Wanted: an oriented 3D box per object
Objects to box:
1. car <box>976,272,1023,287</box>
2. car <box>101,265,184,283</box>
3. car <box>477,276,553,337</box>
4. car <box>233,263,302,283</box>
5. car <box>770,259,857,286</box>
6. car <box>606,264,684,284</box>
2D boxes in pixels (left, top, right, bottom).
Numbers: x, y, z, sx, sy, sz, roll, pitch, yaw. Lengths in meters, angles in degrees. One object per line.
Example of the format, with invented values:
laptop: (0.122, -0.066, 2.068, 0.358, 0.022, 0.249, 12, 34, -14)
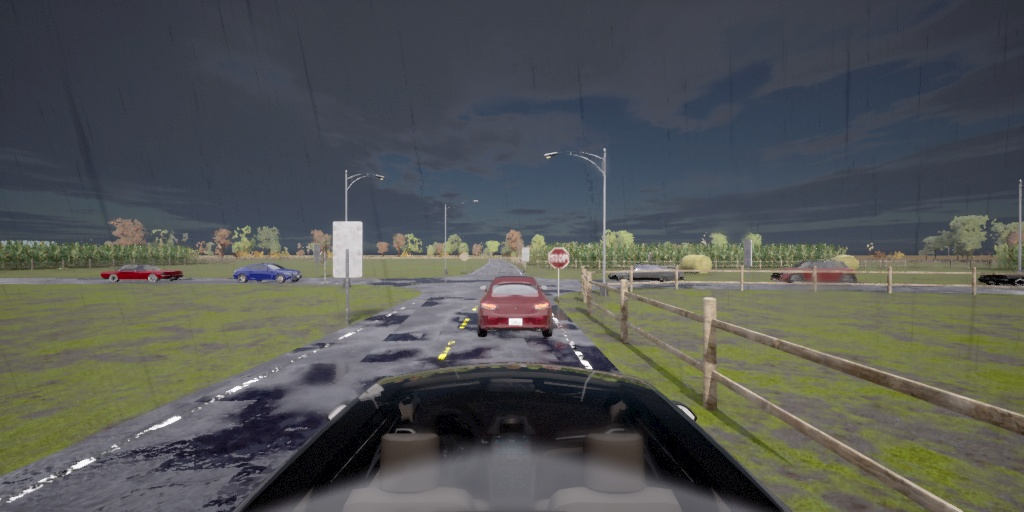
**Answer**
car: (32.808, 1.367, 22.401, 4.718, 1.301, 1.895, 0, 0, 14)
car: (-27.888, 1.335, 27.190, 4.718, 1.301, 1.895, 0, 0, 0)
car: (0.058, 1.274, 10.147, 1.812, 1.442, 4.674, 0, 0, -1)
car: (-18.291, 1.263, 26.878, 4.674, 1.442, 1.812, 0, 0, 3)
car: (20.864, 1.106, 25.029, 4.553, 1.767, 2.097, 0, 0, 12)
car: (9.922, 1.287, 26.986, 5.357, 1.411, 2.033, 0, 0, 9)
